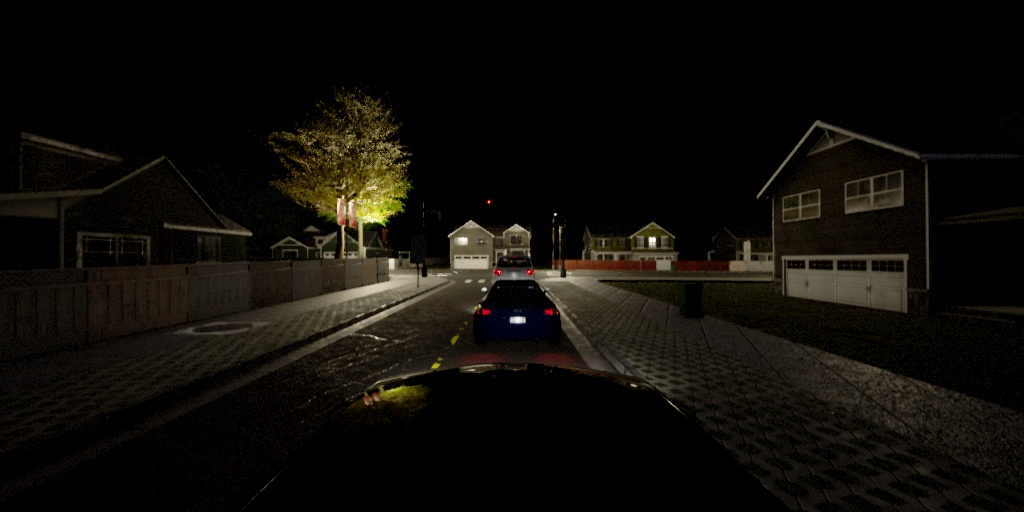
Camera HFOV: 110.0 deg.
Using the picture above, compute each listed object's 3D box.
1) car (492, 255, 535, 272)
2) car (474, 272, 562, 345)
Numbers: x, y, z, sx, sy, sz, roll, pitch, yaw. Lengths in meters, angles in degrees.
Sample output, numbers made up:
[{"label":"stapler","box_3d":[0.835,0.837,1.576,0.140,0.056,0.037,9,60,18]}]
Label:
[{"label":"car","box_3d":[0.101,0.957,19.450,2.150,2.045,5.566,0,0,0]},{"label":"car","box_3d":[0.106,1.307,9.489,1.994,1.385,4.181,0,0,0]}]
